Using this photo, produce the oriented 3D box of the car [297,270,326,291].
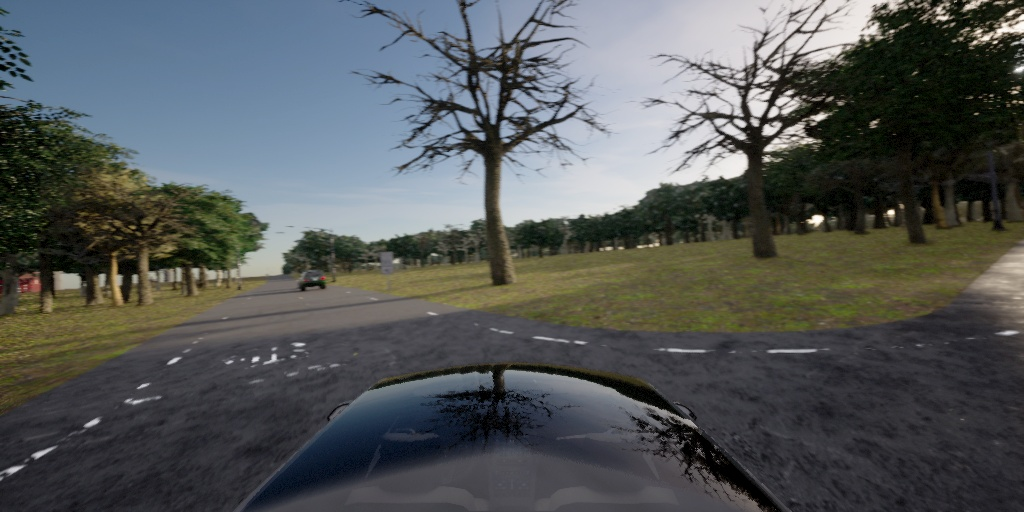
[{"bbox_3d":[-21.587,2.645,38.860,2.150,2.045,5.566,-3,-1,-33],"label":"car"}]
